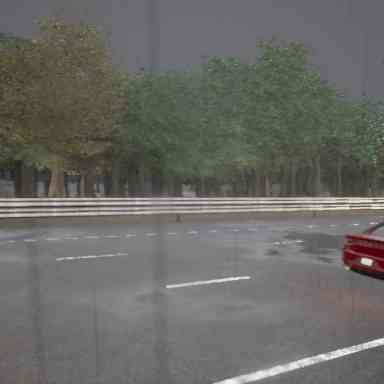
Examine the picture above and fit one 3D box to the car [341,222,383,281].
[{"bbox_3d":[6.005,1.365,8.204,5.008,1.535,1.882,0,2,-25],"label":"car"}]
